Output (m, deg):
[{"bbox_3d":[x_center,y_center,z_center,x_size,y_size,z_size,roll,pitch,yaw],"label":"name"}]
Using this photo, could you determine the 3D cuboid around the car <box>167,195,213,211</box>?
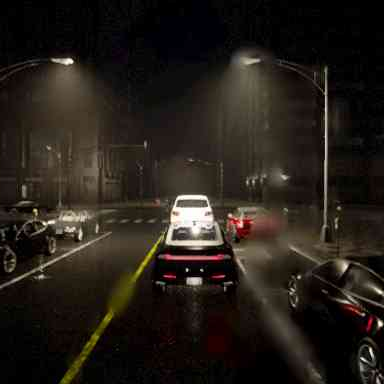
[{"bbox_3d":[0.003,1.214,18.720,2.150,2.045,5.566,0,0,0],"label":"car"}]

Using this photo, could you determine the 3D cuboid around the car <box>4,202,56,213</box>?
[{"bbox_3d":[-16.456,1.636,34.155,4.718,1.301,1.895,0,0,0],"label":"car"}]

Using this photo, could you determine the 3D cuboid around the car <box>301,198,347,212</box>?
[{"bbox_3d":[14.878,1.440,37.677,4.892,1.490,1.837,-1,0,0],"label":"car"}]

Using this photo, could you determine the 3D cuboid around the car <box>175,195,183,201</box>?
[{"bbox_3d":[-3.092,1.521,82.390,1.837,1.490,4.892,0,0,0],"label":"car"}]

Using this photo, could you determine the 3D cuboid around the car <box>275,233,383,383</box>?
[{"bbox_3d":[2.764,1.563,4.794,1.947,1.339,4.313,0,0,0],"label":"car"}]

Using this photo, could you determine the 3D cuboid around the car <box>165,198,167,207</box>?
[{"bbox_3d":[-3.054,1.349,52.745,2.097,1.767,4.553,0,0,0],"label":"car"}]

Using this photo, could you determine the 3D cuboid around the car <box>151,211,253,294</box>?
[{"bbox_3d":[0.065,1.487,8.799,2.128,1.511,4.902,0,0,0],"label":"car"}]

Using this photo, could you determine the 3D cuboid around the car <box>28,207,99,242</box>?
[{"bbox_3d":[-5.763,1.544,16.064,2.008,1.369,4.403,0,0,0],"label":"car"}]

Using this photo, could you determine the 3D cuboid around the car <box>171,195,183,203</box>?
[{"bbox_3d":[-3.039,1.497,68.707,2.128,1.511,4.902,0,0,0],"label":"car"}]

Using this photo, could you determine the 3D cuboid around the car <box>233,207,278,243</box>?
[{"bbox_3d":[2.762,1.434,16.066,1.967,1.590,4.097,0,0,0],"label":"car"}]

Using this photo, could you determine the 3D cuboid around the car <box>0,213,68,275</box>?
[{"bbox_3d":[-5.762,1.561,10.427,1.947,1.339,4.313,0,0,0],"label":"car"}]
